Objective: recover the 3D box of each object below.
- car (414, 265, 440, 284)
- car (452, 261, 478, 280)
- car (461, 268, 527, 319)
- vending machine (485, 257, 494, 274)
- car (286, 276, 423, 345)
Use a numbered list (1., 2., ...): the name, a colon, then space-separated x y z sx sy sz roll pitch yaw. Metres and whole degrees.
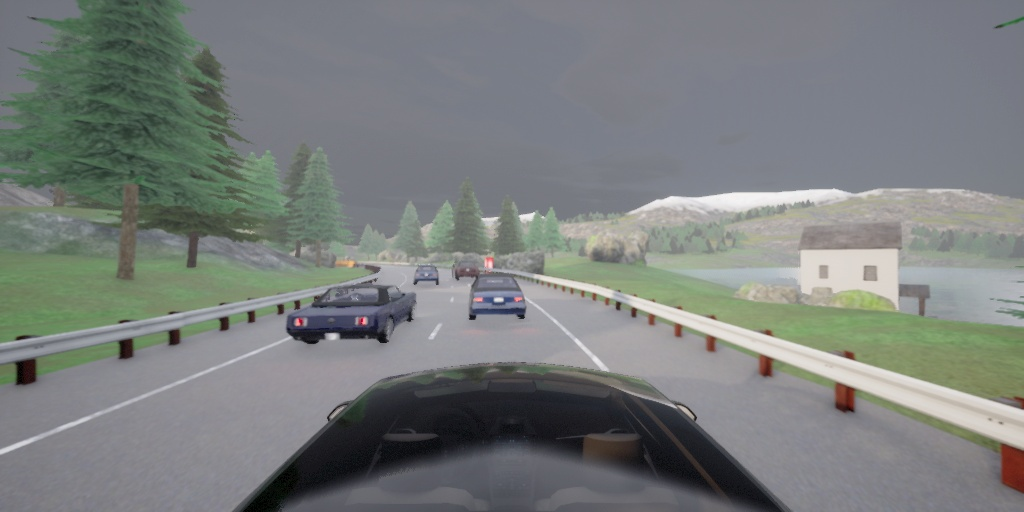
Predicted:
1. car: -6.635 1.403 27.960 2.033 1.411 5.357 0 0 -13
2. car: -4.350 1.217 33.069 2.097 1.767 4.553 0 0 -14
3. car: -0.618 1.337 12.984 2.033 1.411 5.357 0 0 -5
4. vending machine: -2.815 1.094 44.430 1.100 2.100 0.880 0 0 -20
5. car: -3.855 1.388 9.623 1.895 1.301 4.718 0 0 -4
